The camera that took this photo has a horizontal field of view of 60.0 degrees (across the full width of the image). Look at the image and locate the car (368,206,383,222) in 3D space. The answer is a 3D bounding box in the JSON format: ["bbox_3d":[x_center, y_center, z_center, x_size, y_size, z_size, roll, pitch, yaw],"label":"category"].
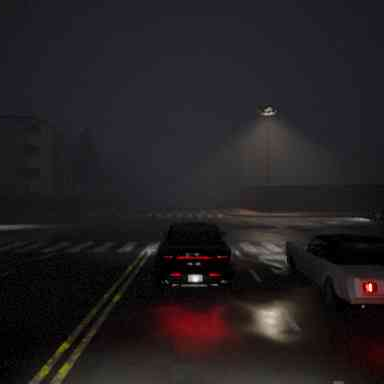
[{"bbox_3d":[17.087,1.667,26.126,4.902,1.511,2.128,0,0,0],"label":"car"}]

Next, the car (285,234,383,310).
[{"bbox_3d":[3.632,1.654,7.837,1.895,1.301,4.718,0,0,1],"label":"car"}]

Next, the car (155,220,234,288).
[{"bbox_3d":[0.037,1.571,9.439,1.837,1.490,4.892,0,0,-1],"label":"car"}]

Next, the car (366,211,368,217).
[{"bbox_3d":[17.876,1.763,29.619,4.181,1.385,1.994,0,0,0],"label":"car"}]
